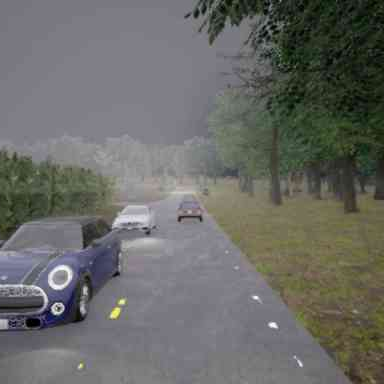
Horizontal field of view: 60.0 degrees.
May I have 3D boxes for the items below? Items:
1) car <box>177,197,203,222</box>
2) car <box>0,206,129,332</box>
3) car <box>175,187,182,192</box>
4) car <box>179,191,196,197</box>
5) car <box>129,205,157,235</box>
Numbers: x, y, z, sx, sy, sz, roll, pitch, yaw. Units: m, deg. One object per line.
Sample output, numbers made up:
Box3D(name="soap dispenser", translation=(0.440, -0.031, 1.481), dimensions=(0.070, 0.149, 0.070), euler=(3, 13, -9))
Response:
Box3D(name="car", translation=(-0.146, 1.389, 24.974), dimensions=(2.033, 1.411, 5.357), euler=(-1, 0, 0))
Box3D(name="car", translation=(-2.905, 1.354, 7.176), dimensions=(2.097, 1.767, 4.553), euler=(-1, 0, -1))
Box3D(name="car", translation=(-3.743, -0.618, 95.334), dimensions=(1.812, 1.442, 4.674), euler=(-1, 3, -1))
Box3D(name="car", translation=(-0.289, 1.076, 37.798), dimensions=(2.097, 1.767, 4.553), euler=(-1, 1, 0))
Box3D(name="car", translation=(-3.012, 1.447, 18.290), dimensions=(1.812, 1.442, 4.674), euler=(-1, 0, -1))
